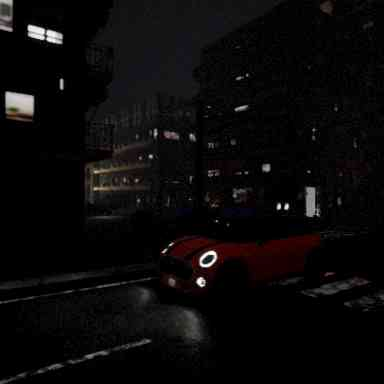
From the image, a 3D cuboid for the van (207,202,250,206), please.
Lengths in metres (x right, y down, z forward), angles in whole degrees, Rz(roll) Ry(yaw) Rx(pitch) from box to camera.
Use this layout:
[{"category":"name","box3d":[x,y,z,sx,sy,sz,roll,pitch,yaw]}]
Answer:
[{"category":"van","box3d":[3.517,1.785,29.998,1.690,1.788,3.998,-1,0,-36]}]

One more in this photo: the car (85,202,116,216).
[{"category":"car","box3d":[-11.699,2.194,40.965,2.033,1.411,5.357,0,-1,-36]}]

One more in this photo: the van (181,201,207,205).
[{"category":"van","box3d":[0.201,1.858,34.513,1.690,1.788,3.998,-1,0,-36]}]

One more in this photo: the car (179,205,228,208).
[{"category":"car","box3d":[0.956,1.893,23.747,1.812,1.442,4.674,0,-1,-37]}]

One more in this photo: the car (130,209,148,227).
[{"category":"car","box3d":[-3.224,1.982,25.079,1.802,1.307,4.206,-1,0,-36]}]

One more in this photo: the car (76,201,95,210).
[{"category":"car","box3d":[-19.795,2.485,61.737,1.752,1.417,4.829,-1,0,-36]}]

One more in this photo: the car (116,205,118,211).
[{"category":"car","box3d":[-13.061,2.392,52.570,1.802,1.307,4.206,-1,0,-36]}]

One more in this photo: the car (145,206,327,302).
[{"category":"car","box3d":[1.396,1.388,8.553,4.553,1.767,2.097,1,0,-36]}]
